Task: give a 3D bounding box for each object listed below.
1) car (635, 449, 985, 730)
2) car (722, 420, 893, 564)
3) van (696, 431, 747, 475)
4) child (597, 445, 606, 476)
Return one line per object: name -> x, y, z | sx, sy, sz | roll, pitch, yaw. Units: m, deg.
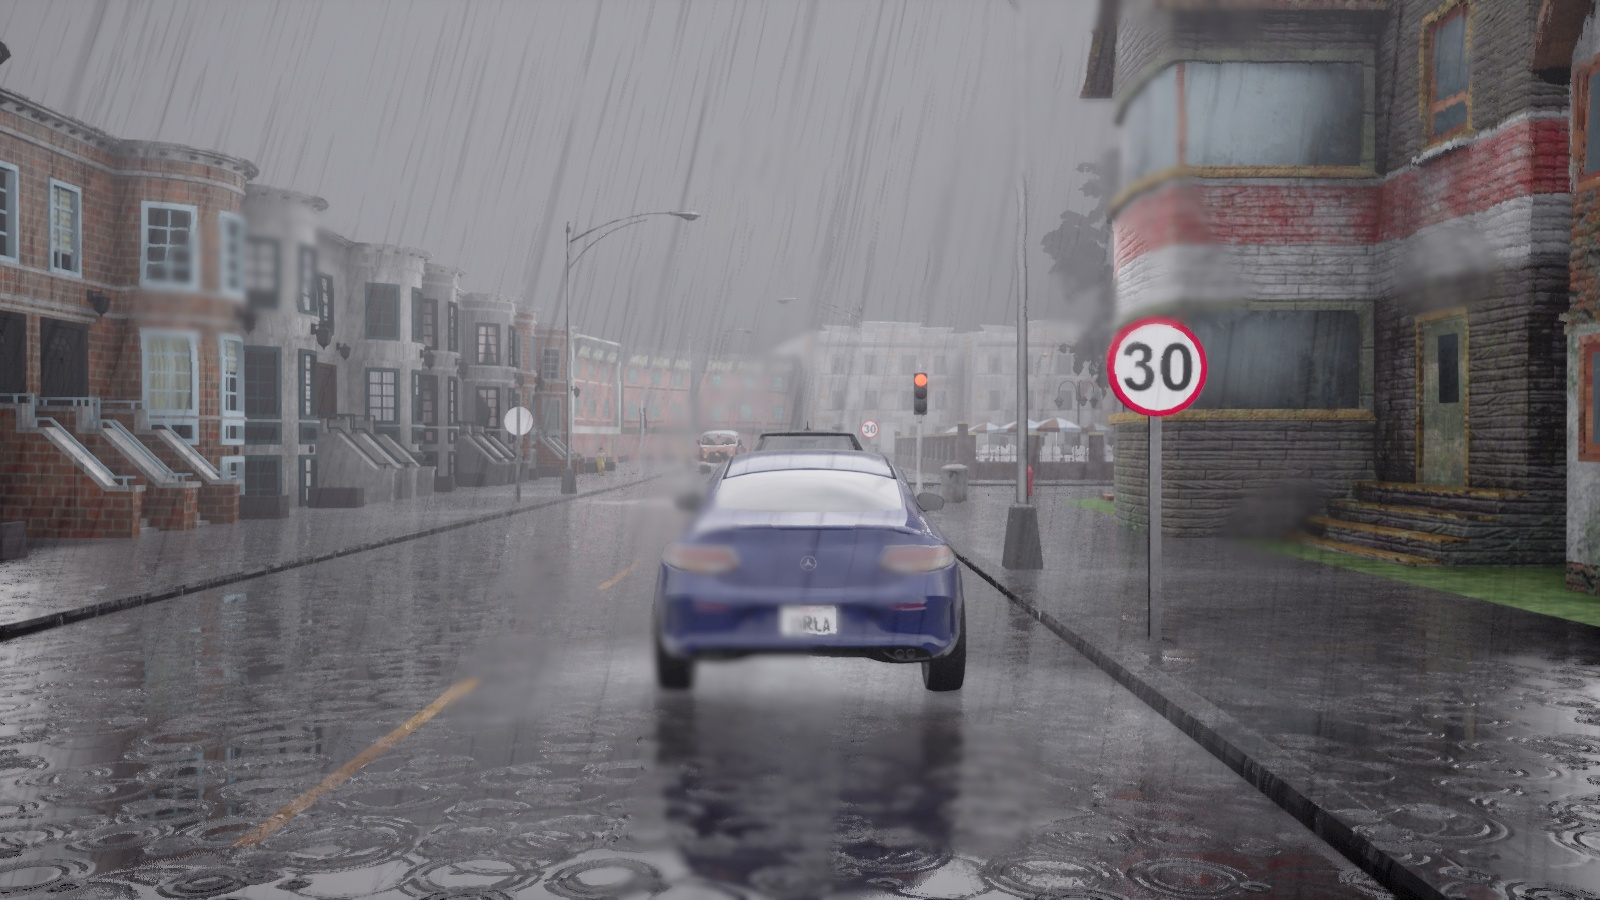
car -> 0.065, 0.721, 8.853 | 1.812, 1.442, 4.674 | 0, 0, 0
car -> 0.110, 0.502, 17.764 | 2.097, 1.767, 4.553 | 0, 0, 0
van -> -3.675, 0.124, 59.481 | 2.069, 2.038, 4.480 | 0, 0, 0
child -> -8.255, 0.428, 52.222 | 0.270, 1.263, 0.437 | 0, 0, -18
